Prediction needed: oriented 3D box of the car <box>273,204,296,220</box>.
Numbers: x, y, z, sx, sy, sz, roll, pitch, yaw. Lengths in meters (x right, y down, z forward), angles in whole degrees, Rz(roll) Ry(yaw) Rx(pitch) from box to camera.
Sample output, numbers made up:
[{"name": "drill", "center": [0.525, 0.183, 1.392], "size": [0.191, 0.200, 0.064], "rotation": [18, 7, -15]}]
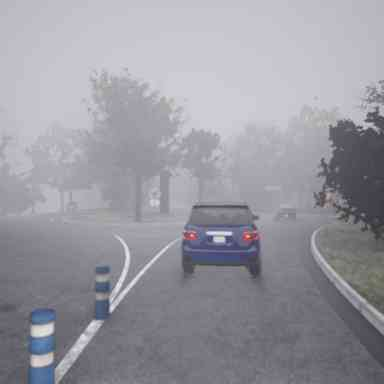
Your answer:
[{"name": "car", "center": [9.434, 2.011, 34.017], "size": [1.837, 1.490, 4.892], "rotation": [1, -1, 10]}]

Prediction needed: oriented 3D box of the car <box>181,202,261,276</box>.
[{"name": "car", "center": [1.026, 1.324, 10.927], "size": [2.150, 2.045, 5.566], "rotation": [0, -1, 7]}]
